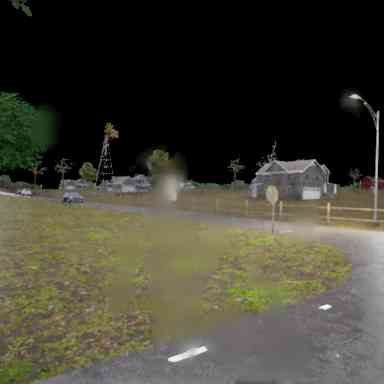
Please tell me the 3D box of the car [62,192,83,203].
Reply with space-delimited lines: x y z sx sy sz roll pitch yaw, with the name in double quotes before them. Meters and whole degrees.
"car" -18.414 0.774 51.355 2.097 1.767 4.553 2 -1 -36
